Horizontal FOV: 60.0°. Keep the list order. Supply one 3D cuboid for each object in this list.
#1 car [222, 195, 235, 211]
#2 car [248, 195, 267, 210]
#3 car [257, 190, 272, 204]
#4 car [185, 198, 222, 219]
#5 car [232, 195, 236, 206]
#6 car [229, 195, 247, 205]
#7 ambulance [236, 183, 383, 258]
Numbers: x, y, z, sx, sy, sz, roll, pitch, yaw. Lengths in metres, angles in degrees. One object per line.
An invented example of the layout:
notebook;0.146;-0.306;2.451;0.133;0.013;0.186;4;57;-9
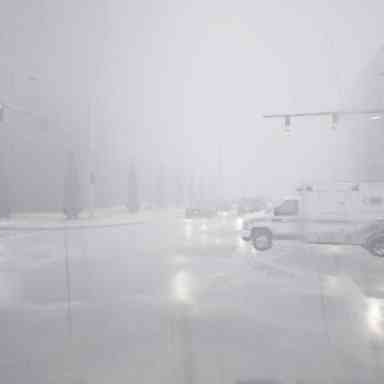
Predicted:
car;3.070;1.283;35.011;1.994;1.385;4.181;0;0;15
car;7.582;1.182;38.271;1.837;1.490;4.892;0;1;15
car;11.894;0.773;54.147;2.150;2.045;5.566;0;0;16
car;0.844;1.350;26.763;1.994;1.385;4.181;0;0;15
car;5.168;1.242;29.343;2.128;1.511;4.902;0;0;15
car;6.810;1.133;48.815;1.812;1.442;4.674;0;0;16
ambulance;5.058;0.908;12.163;6.366;2.431;2.351;0;1;15
